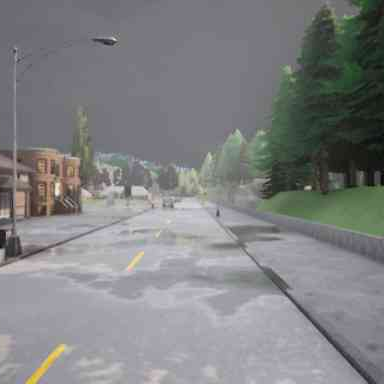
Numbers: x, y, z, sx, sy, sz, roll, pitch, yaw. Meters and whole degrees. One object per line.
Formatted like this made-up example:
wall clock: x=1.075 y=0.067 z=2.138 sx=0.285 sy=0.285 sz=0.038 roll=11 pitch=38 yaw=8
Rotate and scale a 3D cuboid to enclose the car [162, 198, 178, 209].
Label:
car: x=-4.023 y=2.023 z=56.732 sx=2.128 sy=1.511 sz=4.902 roll=0 pitch=-1 yaw=0
